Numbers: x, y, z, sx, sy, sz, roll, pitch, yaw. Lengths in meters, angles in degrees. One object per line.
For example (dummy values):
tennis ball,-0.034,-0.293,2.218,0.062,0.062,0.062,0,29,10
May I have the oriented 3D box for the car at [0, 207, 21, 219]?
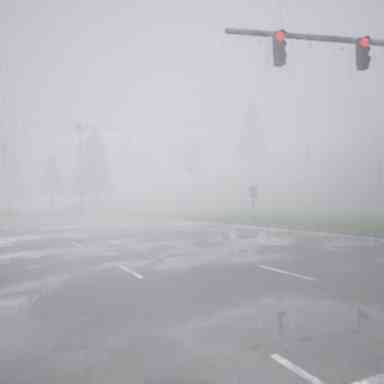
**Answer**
car,-24.389,2.702,42.844,5.008,1.535,1.882,-2,0,22
